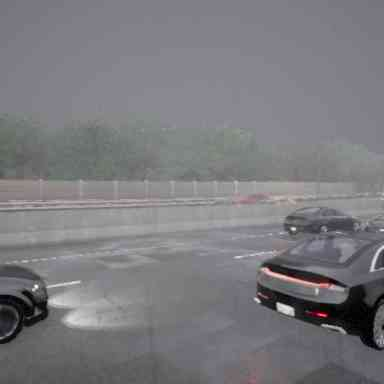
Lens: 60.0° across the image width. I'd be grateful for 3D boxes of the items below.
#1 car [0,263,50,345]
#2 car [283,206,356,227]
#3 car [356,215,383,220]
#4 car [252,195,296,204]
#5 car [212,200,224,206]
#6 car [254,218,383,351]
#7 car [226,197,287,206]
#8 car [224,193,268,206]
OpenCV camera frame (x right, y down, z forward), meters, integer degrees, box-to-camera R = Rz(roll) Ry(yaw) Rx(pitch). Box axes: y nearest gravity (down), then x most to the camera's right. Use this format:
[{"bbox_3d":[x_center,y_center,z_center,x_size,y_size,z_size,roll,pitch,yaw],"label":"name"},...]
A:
[{"bbox_3d":[-4.393,1.564,4.911,4.181,1.385,1.994,0,0,-36],"label":"car"},{"bbox_3d":[6.793,1.500,17.156,4.892,1.490,1.837,0,0,-35],"label":"car"},{"bbox_3d":[9.507,1.558,14.790,4.181,1.385,1.994,0,0,-35],"label":"car"},{"bbox_3d":[9.220,1.391,36.251,5.008,1.535,1.882,-1,0,-35],"label":"car"},{"bbox_3d":[4.951,1.463,41.810,5.357,1.411,2.033,-1,0,-35],"label":"car"},{"bbox_3d":[3.331,1.491,6.239,4.902,1.511,2.128,0,0,-35],"label":"car"},{"bbox_3d":[5.771,1.463,29.535,4.902,1.511,2.128,0,0,-35],"label":"car"},{"bbox_3d":[6.824,1.140,38.846,5.566,2.045,2.150,-1,0,-35],"label":"car"}]
